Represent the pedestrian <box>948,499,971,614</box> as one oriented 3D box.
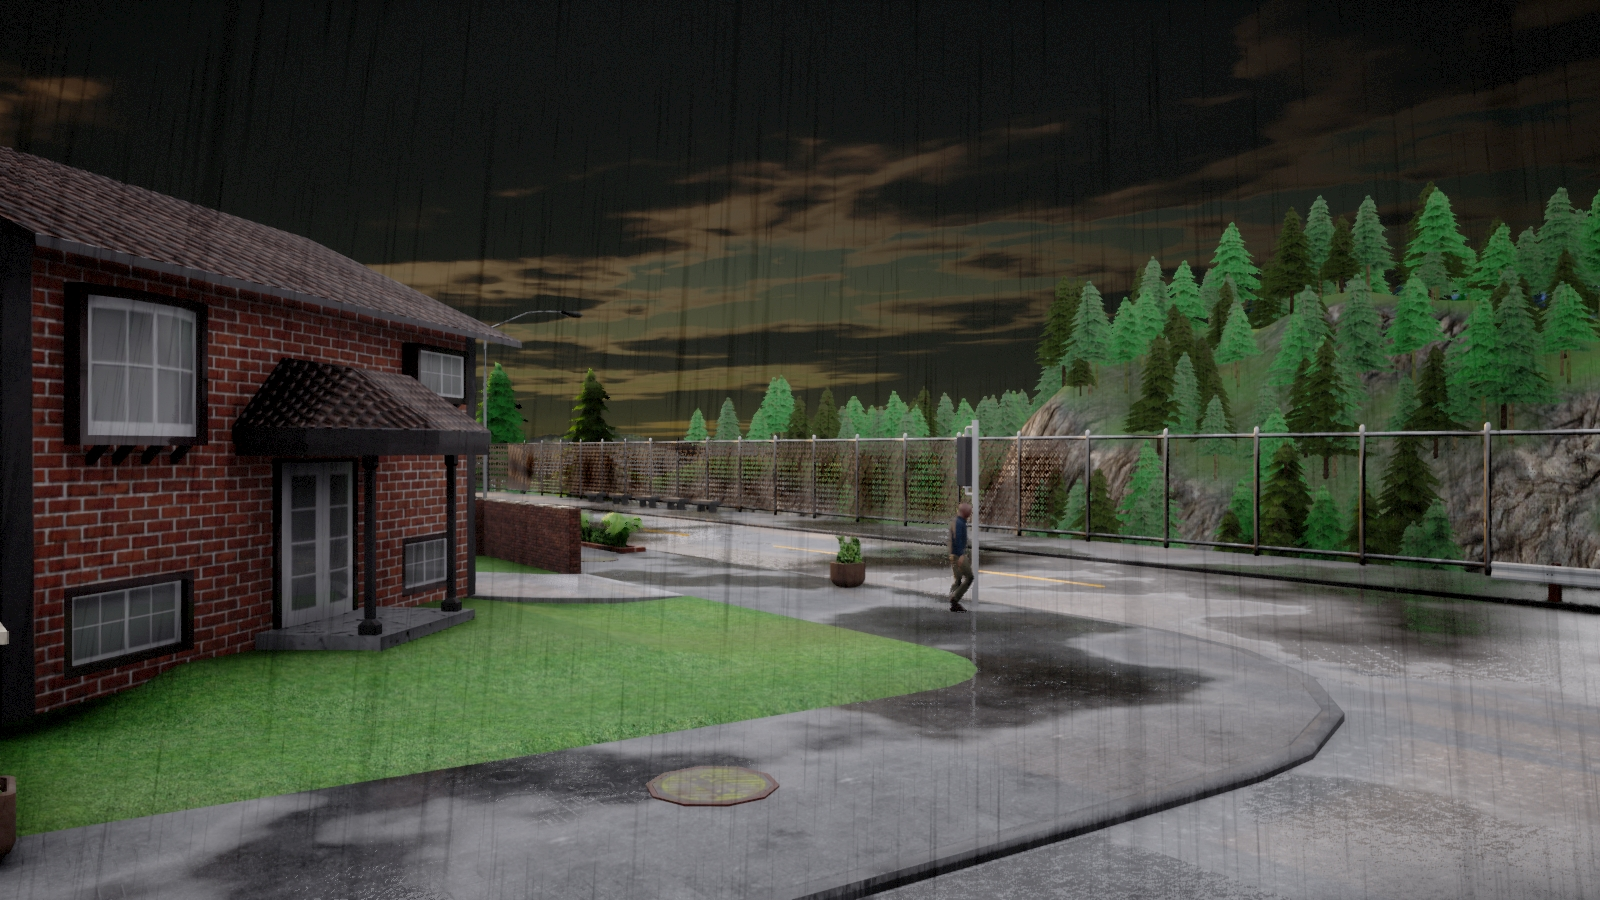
[{"bbox_3d":[2.633,1.745,18.868,0.375,1.860,0.375,0,0,8],"label":"pedestrian"}]
